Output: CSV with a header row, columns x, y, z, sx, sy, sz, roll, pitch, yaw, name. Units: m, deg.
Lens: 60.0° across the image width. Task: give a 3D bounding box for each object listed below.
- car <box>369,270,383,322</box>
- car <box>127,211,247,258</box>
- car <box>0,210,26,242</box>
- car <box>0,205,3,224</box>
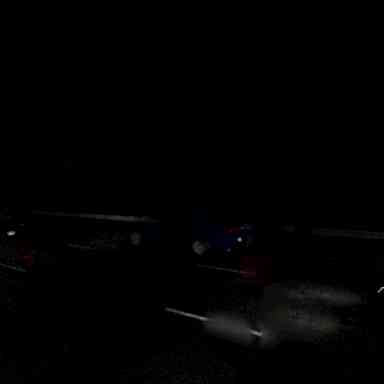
x,y,z,sx,sy,sz,roll,pitch,yaw,name
5.109,1.530,4.625,4.674,1.442,1.812,0,0,36,car
-0.356,1.487,12.913,5.008,1.535,1.882,0,0,36,car
-9.355,1.535,15.119,4.674,1.442,1.812,0,0,36,car
-15.854,1.615,24.155,4.718,1.301,1.895,0,0,36,car
